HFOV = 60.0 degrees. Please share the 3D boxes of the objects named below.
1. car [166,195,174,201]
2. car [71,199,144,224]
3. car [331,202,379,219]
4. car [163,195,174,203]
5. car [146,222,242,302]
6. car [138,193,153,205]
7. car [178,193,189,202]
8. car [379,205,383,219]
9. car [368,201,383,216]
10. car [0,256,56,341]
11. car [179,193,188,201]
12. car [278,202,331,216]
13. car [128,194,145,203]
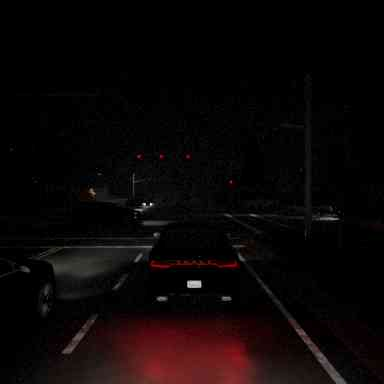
[{"bbox_3d":[-5.611,1.540,85.147,2.033,1.411,5.357,0,0,-1],"label":"car"},{"bbox_3d":[-6.246,1.505,24.258,4.892,1.490,1.837,0,0,-4],"label":"car"},{"bbox_3d":[14.788,1.564,28.911,4.181,1.385,1.994,0,0,-2],"label":"car"},{"bbox_3d":[-5.266,1.519,71.952,2.128,1.511,4.902,0,0,-1],"label":"car"},{"bbox_3d":[0.009,1.478,8.344,1.882,1.535,5.008,0,0,-1],"label":"car"},{"bbox_3d":[-8.492,1.221,57.073,2.150,2.045,5.566,0,0,-1],"label":"car"},{"bbox_3d":[-1.832,1.225,74.210,2.150,2.045,5.566,0,0,-1],"label":"car"},{"bbox_3d":[17.281,1.601,25.276,4.718,1.301,1.895,0,0,-2],"label":"car"},{"bbox_3d":[20.053,1.601,32.557,4.718,1.301,1.895,0,0,-2],"label":"car"},{"bbox_3d":[-3.464,1.492,4.356,2.128,1.511,4.902,0,0,0],"label":"car"},{"bbox_3d":[-2.104,1.225,84.943,2.150,2.045,5.566,0,0,-1],"label":"car"},{"bbox_3d":[10.895,1.601,32.304,4.718,1.301,1.895,0,0,-2],"label":"car"},{"bbox_3d":[-8.263,1.478,47.089,1.882,1.535,5.008,0,0,-1],"label":"car"}]
